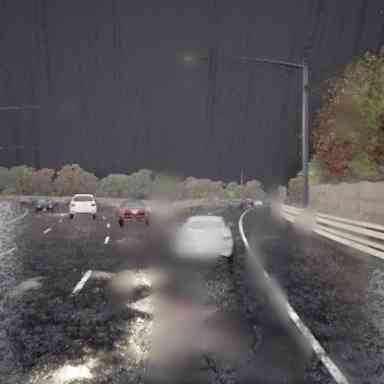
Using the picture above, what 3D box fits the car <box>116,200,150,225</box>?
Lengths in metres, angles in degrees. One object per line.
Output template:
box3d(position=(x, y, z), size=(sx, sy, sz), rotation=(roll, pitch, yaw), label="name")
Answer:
box3d(position=(-4.405, 1.383, 24.326), size=(2.097, 1.767, 4.553), rotation=(1, 0, -15), label="car")

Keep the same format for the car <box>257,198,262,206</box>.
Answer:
box3d(position=(15.799, 2.666, 81.023), size=(2.150, 2.045, 5.566), rotation=(0, -4, 17), label="car")

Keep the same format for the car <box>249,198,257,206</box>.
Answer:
box3d(position=(10.626, 1.939, 62.377), size=(1.812, 1.442, 4.674), rotation=(0, -2, 15), label="car")

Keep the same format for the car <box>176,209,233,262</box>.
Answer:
box3d(position=(0.511, 1.546, 12.093), size=(1.812, 1.442, 4.674), rotation=(0, 0, 4), label="car")

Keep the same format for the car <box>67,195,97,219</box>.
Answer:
box3d(position=(-9.919, 1.259, 30.269), size=(2.150, 2.045, 5.566), rotation=(0, 0, -18), label="car")

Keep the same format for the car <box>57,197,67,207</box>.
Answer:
box3d(position=(-19.917, 1.551, 50.973), size=(2.128, 1.511, 4.902), rotation=(0, 0, -31), label="car")

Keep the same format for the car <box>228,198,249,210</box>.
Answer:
box3d(position=(6.012, 1.571, 44.798), size=(2.128, 1.511, 4.902), rotation=(0, 0, 14), label="car")

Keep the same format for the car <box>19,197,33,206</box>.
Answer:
box3d(position=(-28.433, 1.552, 57.277), size=(2.128, 1.511, 4.902), rotation=(0, 0, -37), label="car")

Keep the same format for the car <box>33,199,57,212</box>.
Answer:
box3d(position=(-17.185, 1.644, 38.718), size=(1.895, 1.301, 4.718), rotation=(0, 0, -25), label="car")
